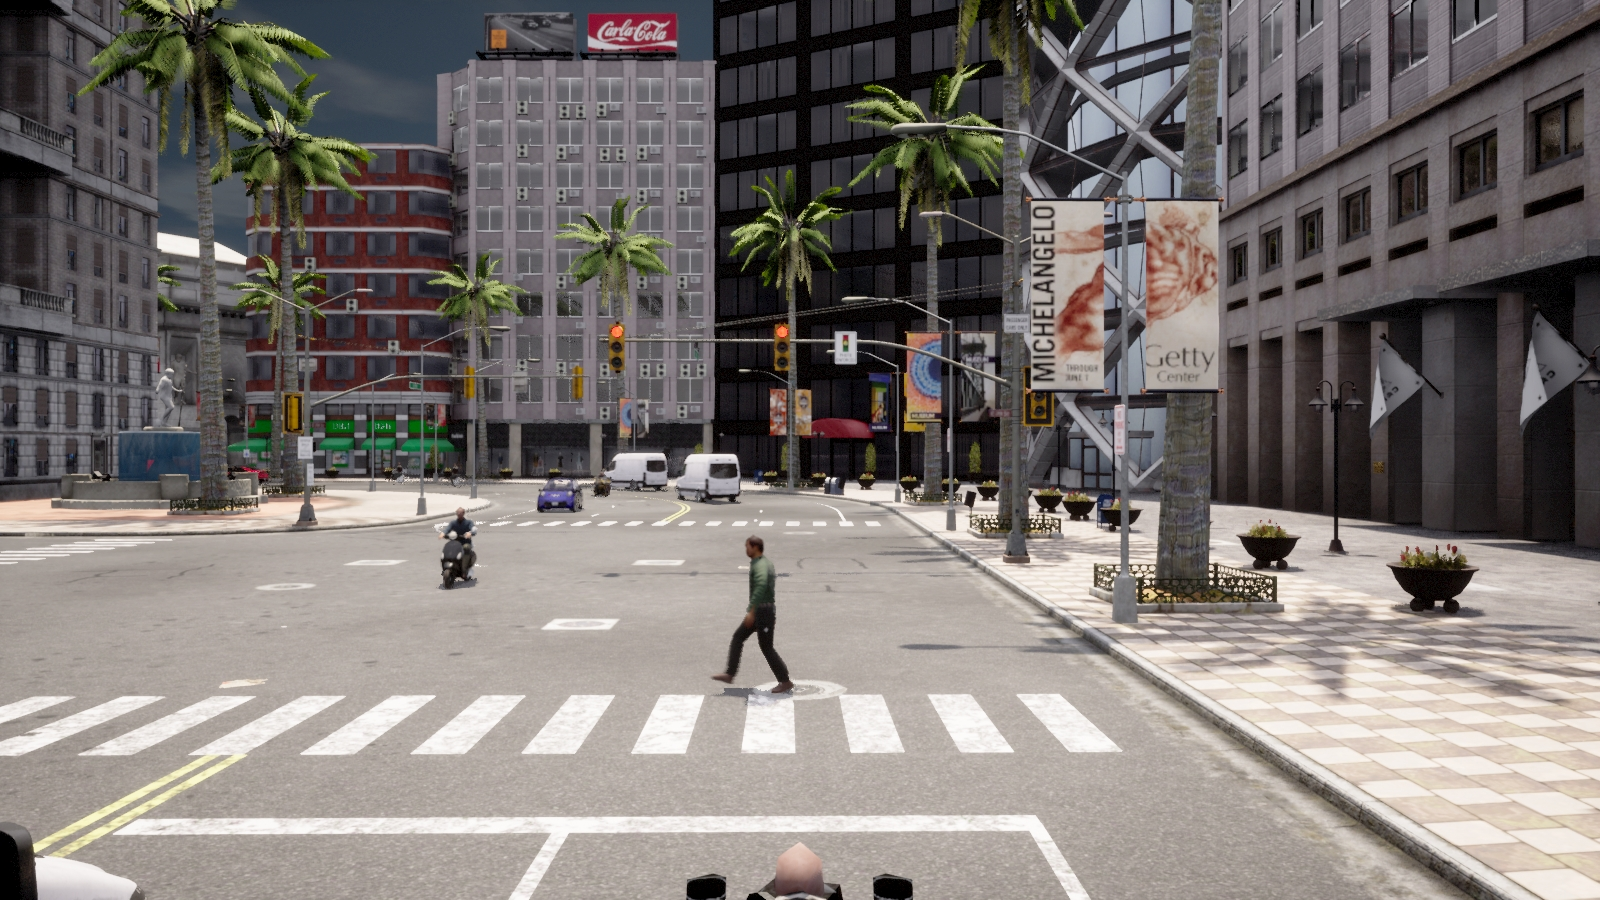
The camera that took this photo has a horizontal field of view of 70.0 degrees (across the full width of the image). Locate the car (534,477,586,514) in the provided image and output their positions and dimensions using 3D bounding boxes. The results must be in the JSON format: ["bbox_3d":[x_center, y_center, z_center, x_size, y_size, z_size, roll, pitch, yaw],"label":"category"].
[{"bbox_3d":[-10.785,2.017,51.519,1.845,1.501,3.633,0,0,-4],"label":"car"}]

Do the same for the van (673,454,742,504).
[{"bbox_3d":[-5.092,1.510,61.997,1.988,2.561,5.915,0,0,-23],"label":"van"}]

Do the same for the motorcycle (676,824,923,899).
[{"bbox_3d":[-0.001,2.203,3.717,0.867,1.251,2.209,0,0,0],"label":"motorcycle"}]

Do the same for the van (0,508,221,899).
[{"bbox_3d":[-3.507,1.533,1.998,1.988,2.561,5.915,0,0,0],"label":"van"}]

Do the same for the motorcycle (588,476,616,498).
[{"bbox_3d":[-11.686,2.178,67.352,0.867,1.251,2.209,-1,0,-31],"label":"motorcycle"}]

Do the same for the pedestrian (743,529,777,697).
[{"bbox_3d":[-0.450,1.843,13.003,0.375,1.860,0.375,0,0,0],"label":"pedestrian"}]
